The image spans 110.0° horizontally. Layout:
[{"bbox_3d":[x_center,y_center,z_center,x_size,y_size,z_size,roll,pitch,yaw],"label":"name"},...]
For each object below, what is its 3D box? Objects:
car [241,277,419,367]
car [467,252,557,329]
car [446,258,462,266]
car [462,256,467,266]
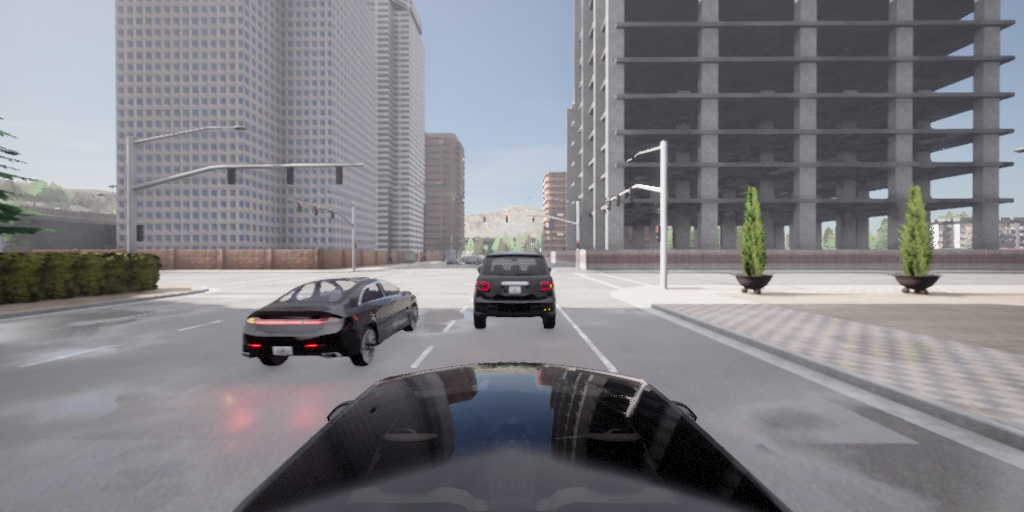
[{"bbox_3d":[-3.444,1.208,7.844,2.128,1.511,4.902,0,0,1],"label":"car"},{"bbox_3d":[0.071,0.915,11.193,2.150,2.045,5.566,0,0,0],"label":"car"},{"bbox_3d":[-10.462,0.976,63.621,1.994,1.385,4.181,0,0,1],"label":"car"},{"bbox_3d":[-6.990,0.907,62.251,1.837,1.490,4.892,0,0,2],"label":"car"}]
